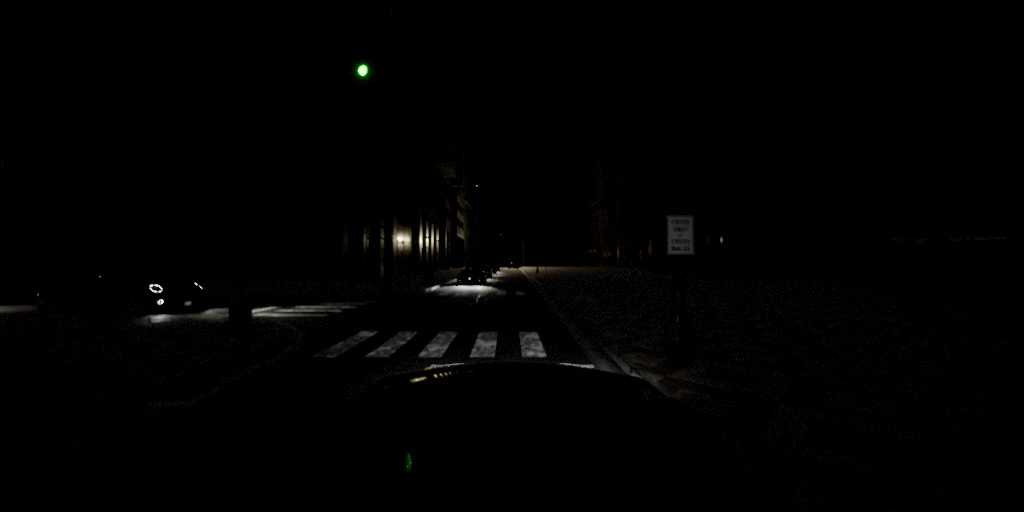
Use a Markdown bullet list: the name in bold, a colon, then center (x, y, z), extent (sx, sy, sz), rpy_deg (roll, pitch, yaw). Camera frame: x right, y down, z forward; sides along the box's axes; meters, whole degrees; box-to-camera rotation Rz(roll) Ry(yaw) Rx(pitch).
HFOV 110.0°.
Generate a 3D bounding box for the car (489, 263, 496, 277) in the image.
- **car**: center (-3.032, 1.562, 37.305), extent (2.033, 1.411, 5.357), rpy_deg (0, -1, 0)

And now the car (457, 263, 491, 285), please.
- **car**: center (-3.041, 1.498, 27.983), extent (1.994, 1.385, 4.181), rpy_deg (0, 0, 1)

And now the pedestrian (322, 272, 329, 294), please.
- **pedestrian**: center (-9.974, 1.087, 19.166), extent (0.375, 1.860, 0.375), rpy_deg (0, -2, 0)

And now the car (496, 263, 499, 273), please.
- **car**: center (-3.005, 1.616, 47.157), extent (1.837, 1.490, 4.892), rpy_deg (0, -1, 0)

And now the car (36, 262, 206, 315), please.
- **car**: center (-13.820, 1.113, 12.900), extent (4.553, 1.767, 2.097), rpy_deg (0, -2, 2)
